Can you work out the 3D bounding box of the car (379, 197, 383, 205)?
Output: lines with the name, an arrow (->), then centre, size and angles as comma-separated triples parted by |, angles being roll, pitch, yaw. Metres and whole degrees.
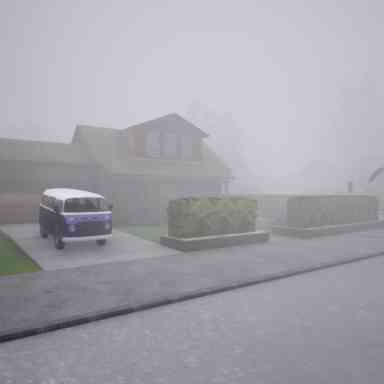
car -> 24.676, 0.968, 41.440 | 3.866, 1.878, 1.905 | 0, 0, 0
